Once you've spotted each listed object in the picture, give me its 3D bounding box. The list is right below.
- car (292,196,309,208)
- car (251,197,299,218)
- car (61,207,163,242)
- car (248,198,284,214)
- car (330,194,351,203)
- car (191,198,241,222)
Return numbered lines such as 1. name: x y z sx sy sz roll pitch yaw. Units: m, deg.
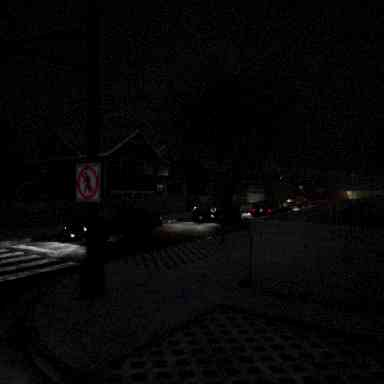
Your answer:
1. car: 13.021 1.198 41.116 1.812 1.442 4.674 0 1 34
2. car: 6.415 1.359 26.169 2.033 1.411 5.357 0 1 34
3. car: -3.653 1.461 16.468 2.033 1.411 5.357 0 1 34
4. car: 7.395 1.320 32.868 1.994 1.385 4.181 0 1 35
5. car: 21.269 1.070 47.542 1.882 1.535 5.008 0 1 37
6. car: 1.857 1.188 24.670 2.097 1.767 4.553 0 1 34
